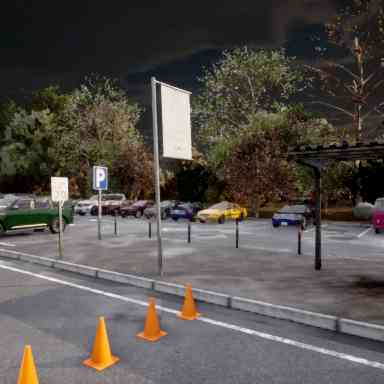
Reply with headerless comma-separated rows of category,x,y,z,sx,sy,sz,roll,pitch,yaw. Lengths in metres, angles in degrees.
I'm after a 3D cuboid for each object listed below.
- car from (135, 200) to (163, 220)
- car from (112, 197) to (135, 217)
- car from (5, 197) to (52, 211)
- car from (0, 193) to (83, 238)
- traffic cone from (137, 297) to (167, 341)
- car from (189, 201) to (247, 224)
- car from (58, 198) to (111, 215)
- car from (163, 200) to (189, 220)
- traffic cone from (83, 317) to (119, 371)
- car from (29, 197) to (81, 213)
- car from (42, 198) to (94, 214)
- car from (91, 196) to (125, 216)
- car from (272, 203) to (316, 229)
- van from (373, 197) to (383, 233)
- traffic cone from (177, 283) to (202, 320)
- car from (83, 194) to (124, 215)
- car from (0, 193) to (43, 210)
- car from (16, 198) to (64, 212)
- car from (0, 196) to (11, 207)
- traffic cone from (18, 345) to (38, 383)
car,-2.094,1.473,28.522,2.231,1.521,4.892,0,0,35
car,-4.366,1.469,30.116,2.097,1.535,5.008,0,0,35
car,-20.259,1.452,41.305,2.163,1.488,4.792,0,0,35
car,-8.918,1.221,17.290,2.435,2.045,5.566,0,0,35
traffic cone,-0.626,1.957,5.225,0.340,0.580,0.340,0,0,35
car,2.338,1.475,25.175,1.946,1.575,5.366,0,0,35
car,-11.187,1.461,34.892,2.231,1.521,4.892,0,0,35
car,0.190,1.504,26.946,2.163,1.488,4.792,0,0,35
traffic cone,-1.201,1.957,4.408,0.340,0.580,0.340,0,0,35
car,-15.623,1.444,38.240,1.946,1.575,5.366,0,0,35
car,-13.460,1.455,36.489,2.097,1.535,5.008,0,0,35
car,-6.638,1.466,31.712,2.097,1.535,5.008,0,0,35
car,6.972,1.513,22.113,2.163,1.488,4.792,0,0,35
van,11.598,1.264,19.042,1.878,1.987,4.442,0,0,35
traffic cone,-0.052,1.957,6.041,0.340,0.580,0.340,0,0,36
car,-8.929,1.212,33.279,2.435,2.045,5.566,0,0,35
car,-22.561,1.153,42.852,2.435,2.045,5.566,0,0,35
car,-18.015,1.469,39.658,2.163,1.488,4.792,0,0,35
car,-29.255,1.332,47.814,1.946,1.575,5.366,1,0,35
traffic cone,-1.776,1.957,3.592,0.340,0.580,0.340,0,0,35
